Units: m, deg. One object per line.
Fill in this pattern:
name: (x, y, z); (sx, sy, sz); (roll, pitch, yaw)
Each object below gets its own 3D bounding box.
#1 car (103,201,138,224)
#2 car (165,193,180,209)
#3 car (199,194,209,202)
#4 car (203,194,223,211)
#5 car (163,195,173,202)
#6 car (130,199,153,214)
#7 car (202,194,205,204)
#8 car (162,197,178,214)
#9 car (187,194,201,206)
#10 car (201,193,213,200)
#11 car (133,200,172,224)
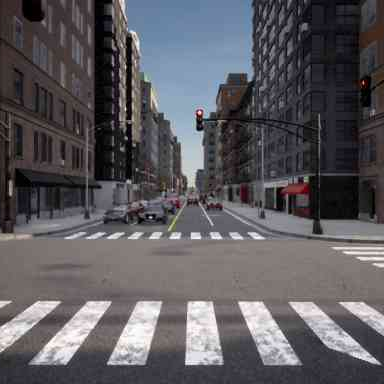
car: (-5.354, 1.550, 24.764); (2.008, 1.369, 4.403); (0, 0, 0)
car: (-2.779, 1.213, 45.360); (2.150, 2.045, 5.566); (0, 0, 0)
car: (2.744, 1.295, 79.288); (2.192, 1.841, 5.009); (0, 0, 0)
car: (2.694, 1.435, 41.108); (1.967, 1.590, 4.097); (0, 0, 0)
car: (-5.287, 1.505, 73.679); (1.752, 1.417, 4.829); (0, 0, 0)
car: (-5.339, 1.522, 35.502); (1.752, 1.417, 4.829); (0, 0, 0)
car: (3.095, 1.492, 54.793); (1.837, 1.490, 4.892); (0, 0, 0)
car: (-2.799, 1.561, 34.703); (1.994, 1.385, 4.181); (0, 0, 0)
car: (0.127, 1.493, 54.884); (1.837, 1.490, 4.892); (0, 0, 0)
car: (3.065, 1.213, 61.823); (2.150, 2.045, 5.566); (0, 0, 0)
car: (-2.815, 1.563, 24.729); (1.994, 1.385, 4.181); (0, 0, 0)
